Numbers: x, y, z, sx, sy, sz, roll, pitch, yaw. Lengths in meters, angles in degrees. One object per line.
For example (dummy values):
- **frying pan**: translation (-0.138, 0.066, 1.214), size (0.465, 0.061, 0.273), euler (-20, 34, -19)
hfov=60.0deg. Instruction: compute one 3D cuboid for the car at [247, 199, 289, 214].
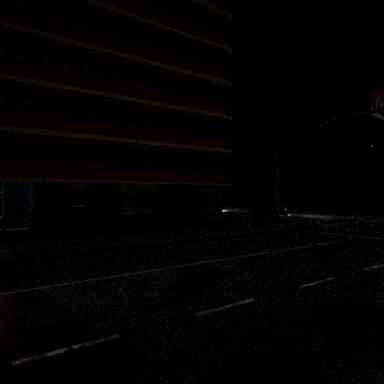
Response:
- **car**: translation (8.037, 1.491, 35.549), size (2.128, 1.511, 4.902), euler (0, 0, -36)
